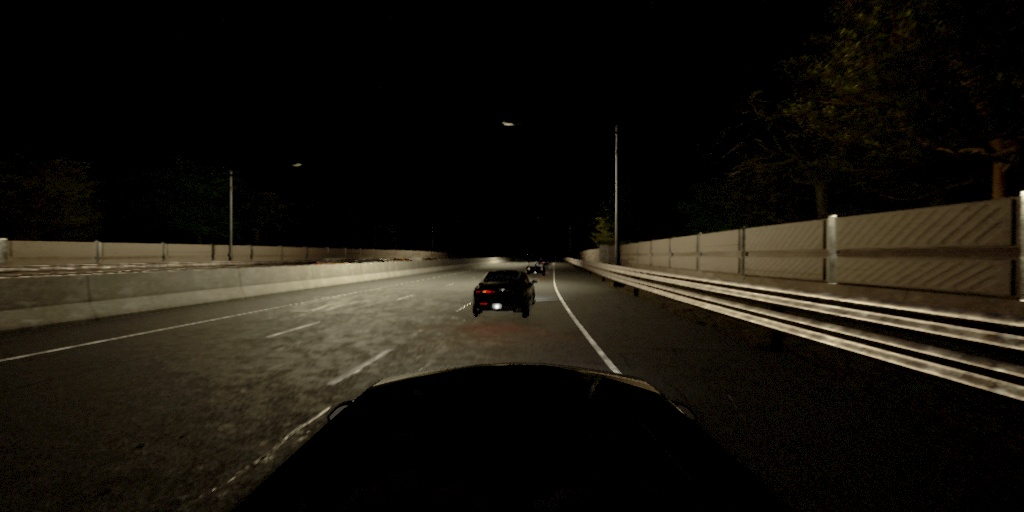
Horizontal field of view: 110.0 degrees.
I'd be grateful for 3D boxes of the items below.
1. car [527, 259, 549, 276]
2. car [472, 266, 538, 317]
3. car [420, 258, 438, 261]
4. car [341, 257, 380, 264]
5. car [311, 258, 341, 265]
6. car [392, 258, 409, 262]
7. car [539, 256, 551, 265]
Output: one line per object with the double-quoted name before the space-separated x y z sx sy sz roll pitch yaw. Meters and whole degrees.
"car" 2.468 1.275 36.301 1.895 1.301 4.718 0 0 7
"car" -0.179 1.270 13.125 1.837 1.490 4.892 0 0 7
"car" -13.076 1.112 54.773 1.837 1.490 4.892 0 0 7
"car" -15.139 1.001 37.067 2.097 1.767 4.553 0 0 7
"car" -18.697 0.997 36.769 2.097 1.767 4.553 0 0 7
"car" -16.744 1.083 53.586 1.882 1.535 5.008 0 0 7
"car" 4.299 1.126 52.328 2.128 1.511 4.902 0 0 7
